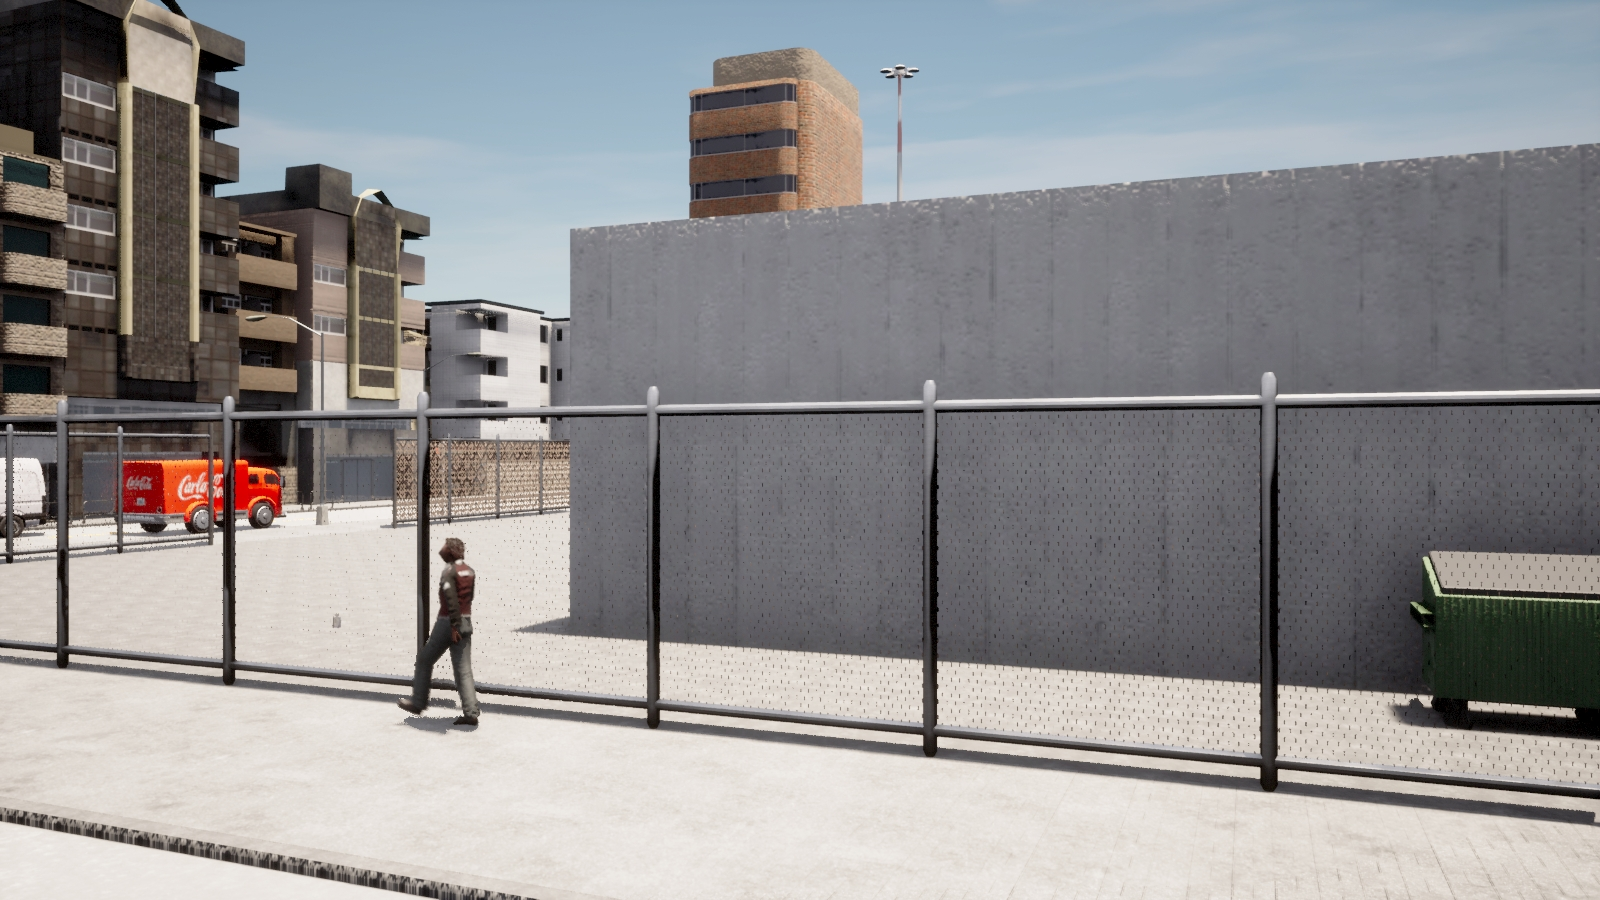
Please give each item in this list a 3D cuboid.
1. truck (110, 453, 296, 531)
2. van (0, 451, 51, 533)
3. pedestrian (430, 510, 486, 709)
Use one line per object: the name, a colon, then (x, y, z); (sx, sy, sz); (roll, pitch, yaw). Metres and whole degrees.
truck: (-20.490, 1.348, 39.516); (2.627, 2.467, 5.204); (0, 0, 23)
van: (-26.517, 1.314, 35.024); (1.988, 2.561, 5.915); (0, 0, 21)
pedestrian: (-3.313, 1.524, 11.075); (0.375, 1.860, 0.375); (0, 0, 23)
